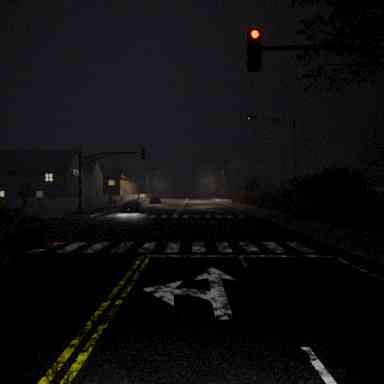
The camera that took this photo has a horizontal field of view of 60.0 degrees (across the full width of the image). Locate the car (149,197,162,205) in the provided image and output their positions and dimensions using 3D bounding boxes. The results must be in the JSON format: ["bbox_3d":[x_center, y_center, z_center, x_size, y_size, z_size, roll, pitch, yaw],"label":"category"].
[{"bbox_3d":[-6.381,1.506,58.356,2.033,1.411,5.357,0,0,0],"label":"car"}]

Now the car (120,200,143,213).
[{"bbox_3d":[-6.428,1.584,35.753,1.994,1.385,4.181,0,1,0],"label":"car"}]

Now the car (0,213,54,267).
[{"bbox_3d":[-6.475,1.495,11.479,2.128,1.511,4.902,0,0,0],"label":"car"}]
